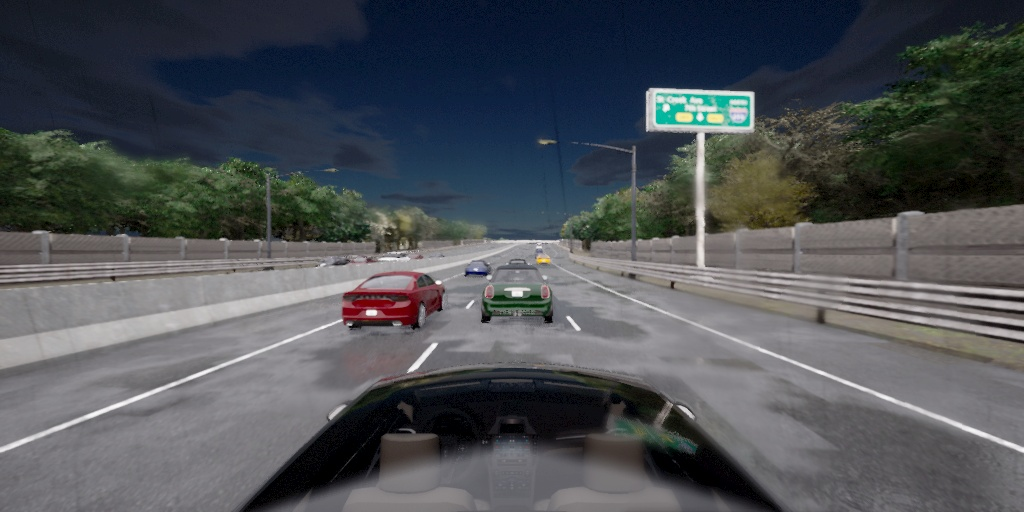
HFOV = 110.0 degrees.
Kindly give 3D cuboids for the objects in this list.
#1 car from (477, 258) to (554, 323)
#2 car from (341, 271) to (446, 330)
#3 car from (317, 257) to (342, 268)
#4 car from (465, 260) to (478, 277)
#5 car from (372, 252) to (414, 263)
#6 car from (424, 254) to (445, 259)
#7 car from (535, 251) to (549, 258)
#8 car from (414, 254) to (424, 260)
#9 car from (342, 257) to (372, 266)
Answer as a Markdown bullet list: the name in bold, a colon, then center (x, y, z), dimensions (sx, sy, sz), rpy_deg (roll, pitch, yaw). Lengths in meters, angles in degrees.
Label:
- **car**: center (0.169, 1.063, 12.178), dimensions (2.097, 1.767, 4.553), rpy_deg (0, 0, 1)
- **car**: center (-3.342, 1.194, 11.056), dimensions (1.882, 1.535, 5.008), rpy_deg (0, 0, 0)
- **car**: center (-20.380, 0.840, 41.244), dimensions (2.128, 1.511, 4.902), rpy_deg (0, 1, 2)
- **car**: center (-2.970, 1.052, 31.894), dimensions (1.994, 1.385, 4.181), rpy_deg (0, 1, 1)
- **car**: center (-13.398, 0.579, 40.777), dimensions (2.150, 2.045, 5.566), rpy_deg (0, 1, 2)
- **car**: center (-12.509, 0.368, 60.137), dimensions (2.128, 1.511, 4.902), rpy_deg (0, 2, 3)
- **car**: center (4.739, 0.493, 54.466), dimensions (1.882, 1.535, 5.008), rpy_deg (0, 2, 3)
- **car**: center (-16.039, 0.372, 59.640), dimensions (1.882, 1.535, 5.008), rpy_deg (0, 1, 3)
- **car**: center (-16.904, 0.885, 40.576), dimensions (1.812, 1.442, 4.674), rpy_deg (0, 1, 2)
